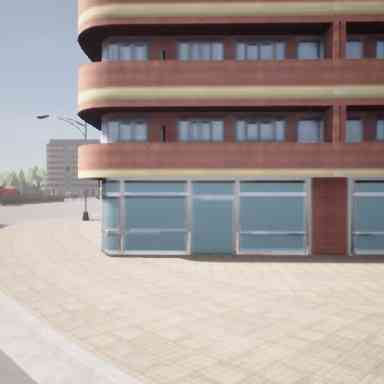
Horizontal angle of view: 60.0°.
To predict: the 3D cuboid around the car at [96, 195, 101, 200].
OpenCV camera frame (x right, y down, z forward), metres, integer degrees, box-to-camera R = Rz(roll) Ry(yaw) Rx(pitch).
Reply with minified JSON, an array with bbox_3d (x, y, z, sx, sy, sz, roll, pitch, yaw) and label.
[{"bbox_3d":[-24.662,1.588,90.918,1.895,1.301,4.718,0,0,1],"label":"car"}]
